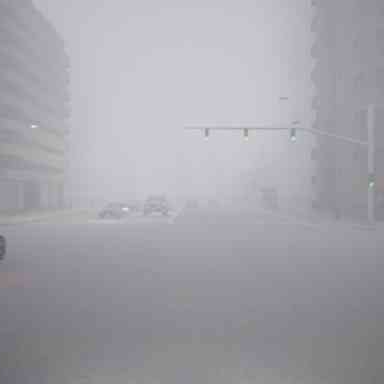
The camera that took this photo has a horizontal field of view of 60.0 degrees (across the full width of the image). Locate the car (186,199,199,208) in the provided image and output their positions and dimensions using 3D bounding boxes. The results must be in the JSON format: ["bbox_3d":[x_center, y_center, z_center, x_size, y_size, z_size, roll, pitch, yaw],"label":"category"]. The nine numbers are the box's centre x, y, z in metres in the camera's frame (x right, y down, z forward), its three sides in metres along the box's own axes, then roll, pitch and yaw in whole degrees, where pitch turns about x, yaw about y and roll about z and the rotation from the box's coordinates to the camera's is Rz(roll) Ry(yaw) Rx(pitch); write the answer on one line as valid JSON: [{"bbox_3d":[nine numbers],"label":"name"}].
[{"bbox_3d":[0.086,1.707,49.603,1.994,1.385,4.181,0,0,0],"label":"car"}]

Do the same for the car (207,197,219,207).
[{"bbox_3d":[3.497,1.665,55.468,1.837,1.490,4.892,0,0,0],"label":"car"}]

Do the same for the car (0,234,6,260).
[{"bbox_3d":[-7.848,1.535,10.447,4.892,1.490,1.837,0,-2,31],"label":"car"}]

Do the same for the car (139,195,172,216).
[{"bbox_3d":[-3.608,1.320,34.114,2.150,2.045,5.566,0,0,1],"label":"car"}]

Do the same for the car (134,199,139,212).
[{"bbox_3d":[-7.075,1.595,40.696,1.882,1.535,5.008,0,0,0],"label":"car"}]

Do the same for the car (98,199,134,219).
[{"bbox_3d":[-7.102,1.636,30.872,2.033,1.411,5.357,0,0,0],"label":"car"}]
